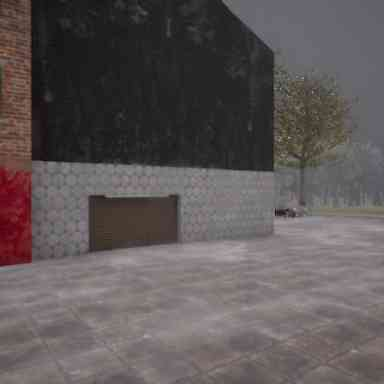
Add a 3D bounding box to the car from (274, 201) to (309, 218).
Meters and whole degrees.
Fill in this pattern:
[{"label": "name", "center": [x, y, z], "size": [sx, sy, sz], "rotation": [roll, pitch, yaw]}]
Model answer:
[{"label": "car", "center": [8.947, 1.615, 32.217], "size": [2.097, 1.767, 4.553], "rotation": [0, -1, -35]}]
